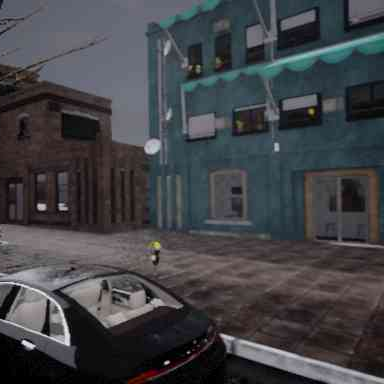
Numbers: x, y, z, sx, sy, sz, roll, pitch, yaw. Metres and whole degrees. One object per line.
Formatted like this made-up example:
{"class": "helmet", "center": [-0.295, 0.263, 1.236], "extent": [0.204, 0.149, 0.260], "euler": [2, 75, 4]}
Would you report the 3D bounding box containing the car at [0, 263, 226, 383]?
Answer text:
{"class": "car", "center": [-1.706, 1.579, 4.105], "extent": [4.403, 1.369, 2.008], "euler": [-1, -1, 36]}
